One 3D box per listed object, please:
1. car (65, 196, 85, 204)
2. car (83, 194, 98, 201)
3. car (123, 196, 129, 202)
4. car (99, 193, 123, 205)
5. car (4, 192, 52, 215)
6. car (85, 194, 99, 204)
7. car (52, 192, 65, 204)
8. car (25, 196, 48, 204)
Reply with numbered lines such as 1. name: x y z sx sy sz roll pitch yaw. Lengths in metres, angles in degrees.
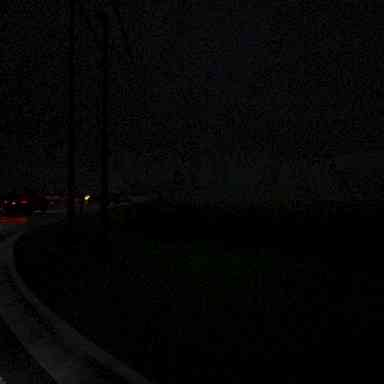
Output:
1. car: -21.219 1.477 61.282 1.895 1.301 4.718 0 0 -3
2. car: -21.718 1.180 71.242 1.882 1.535 5.008 0 0 -3
3. car: -14.723 1.457 71.530 1.994 1.385 4.181 0 0 -3
4. car: -13.932 1.134 57.767 2.150 2.045 5.566 0 0 -3
5. car: -16.174 1.129 32.690 2.150 2.045 5.566 0 0 -3
6. car: -17.724 1.245 61.492 2.097 1.767 4.553 0 0 -3
7. car: -24.692 1.081 60.690 2.150 2.045 5.566 0 0 -3
8. car: -28.187 1.390 60.484 2.033 1.411 5.357 0 0 -3
